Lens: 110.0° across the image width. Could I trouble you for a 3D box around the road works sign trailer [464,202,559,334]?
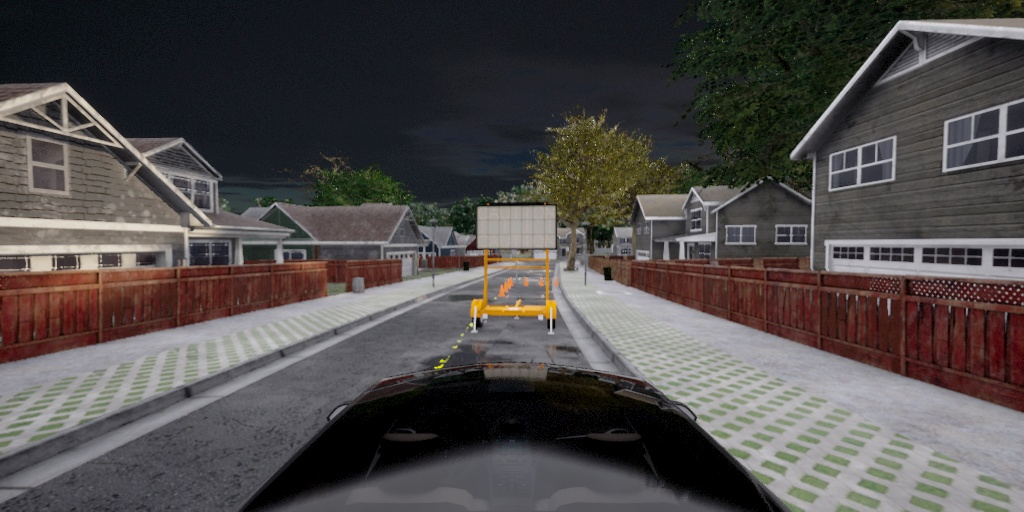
[{"bbox_3d":[0.139,0.220,10.692,2.380,3.560,2.880,0,0,5],"label":"road works sign trailer"}]
